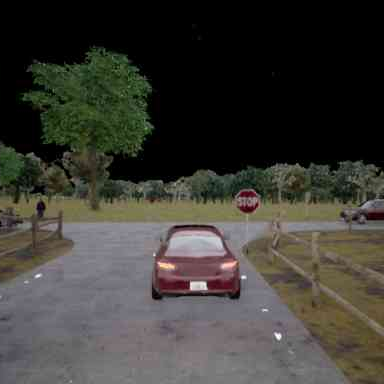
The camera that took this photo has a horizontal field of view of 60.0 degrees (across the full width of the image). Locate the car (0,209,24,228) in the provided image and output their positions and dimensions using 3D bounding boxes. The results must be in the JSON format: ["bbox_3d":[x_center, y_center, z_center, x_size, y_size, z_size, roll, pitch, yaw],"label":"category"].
[{"bbox_3d":[-12.759,1.563,20.565,4.181,1.385,1.994,0,-1,2],"label":"car"}]

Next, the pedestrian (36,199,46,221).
[{"bbox_3d":[-12.155,1.416,26.719,0.375,1.860,0.375,0,-1,0],"label":"pedestrian"}]

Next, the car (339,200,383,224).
[{"bbox_3d":[12.922,1.341,23.630,4.553,1.767,2.097,0,-1,-1],"label":"car"}]

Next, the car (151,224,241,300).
[{"bbox_3d":[0.038,1.532,8.297,1.812,1.442,4.674,0,0,-2],"label":"car"}]
